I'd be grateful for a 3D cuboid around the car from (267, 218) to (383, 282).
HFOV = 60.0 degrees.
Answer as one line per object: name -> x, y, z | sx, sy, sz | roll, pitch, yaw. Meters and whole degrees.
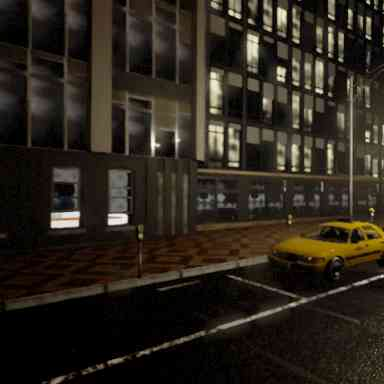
car -> 4.231, 1.459, 9.567 | 4.829, 1.417, 1.752 | -1, 1, -36
